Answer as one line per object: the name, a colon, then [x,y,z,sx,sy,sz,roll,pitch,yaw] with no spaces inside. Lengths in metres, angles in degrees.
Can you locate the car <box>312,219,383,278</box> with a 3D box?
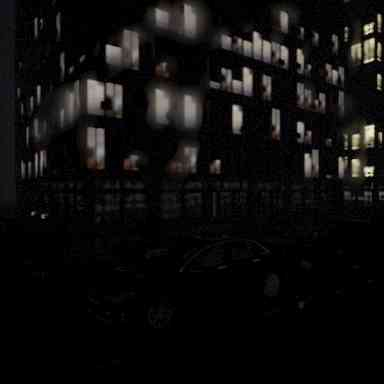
car: [4.766,1.512,9.949,4.313,1.339,1.947,0,0,-35]

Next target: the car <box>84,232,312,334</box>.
car: [0.130,1.530,6.646,4.403,1.369,2.008,0,0,-35]
